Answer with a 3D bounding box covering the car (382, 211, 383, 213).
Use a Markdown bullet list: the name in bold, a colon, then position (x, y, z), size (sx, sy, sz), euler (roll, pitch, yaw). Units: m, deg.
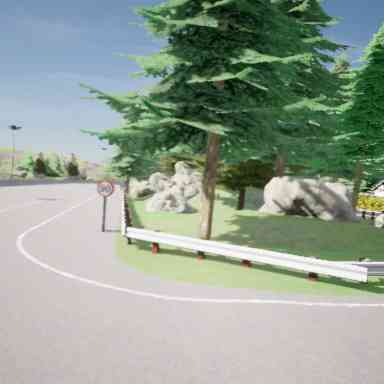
- **car**: position (19.141, 2.081, 29.175), size (1.895, 1.301, 4.718), euler (3, 1, -11)
